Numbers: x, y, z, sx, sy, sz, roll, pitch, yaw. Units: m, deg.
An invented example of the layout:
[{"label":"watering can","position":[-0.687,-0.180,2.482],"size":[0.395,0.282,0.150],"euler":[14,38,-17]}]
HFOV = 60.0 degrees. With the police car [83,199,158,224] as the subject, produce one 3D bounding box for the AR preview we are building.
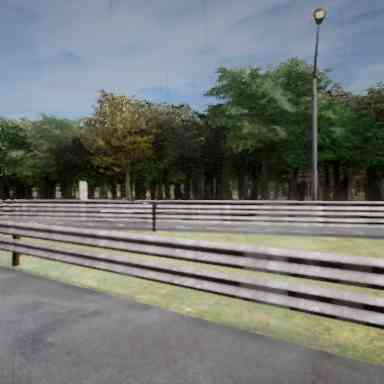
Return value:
[{"label":"police car","position":[-4.844,1.259,21.944],"size":[4.974,1.542,2.038],"euler":[0,-1,20]}]
